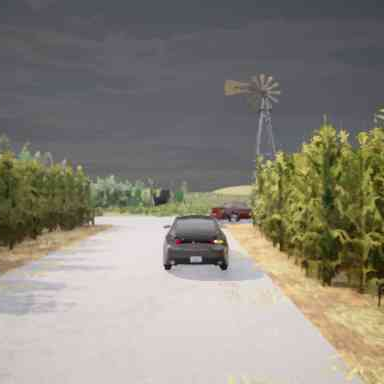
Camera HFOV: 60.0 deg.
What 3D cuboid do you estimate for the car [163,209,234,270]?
[{"bbox_3d":[0.107,1.518,10.991,1.837,1.490,4.892,0,-1,0],"label":"car"}]

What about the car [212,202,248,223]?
[{"bbox_3d":[3.838,1.508,25.496,5.008,1.535,1.882,0,-3,-29],"label":"car"}]
